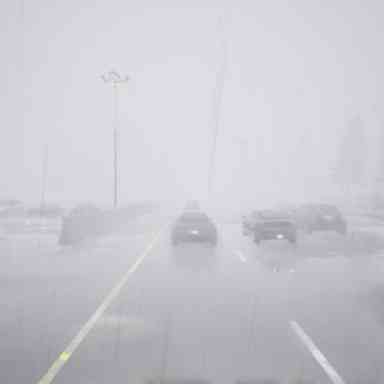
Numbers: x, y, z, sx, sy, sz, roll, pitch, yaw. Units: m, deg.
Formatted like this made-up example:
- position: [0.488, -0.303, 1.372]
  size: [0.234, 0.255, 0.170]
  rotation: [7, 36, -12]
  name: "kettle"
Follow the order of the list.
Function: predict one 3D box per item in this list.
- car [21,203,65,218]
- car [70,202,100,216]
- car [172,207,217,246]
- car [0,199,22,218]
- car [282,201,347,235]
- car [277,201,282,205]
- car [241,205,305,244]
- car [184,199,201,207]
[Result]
- position: [-14.086, 1.710, 32.122]
  size: [1.895, 1.301, 4.718]
  rotation: [0, 0, 0]
  name: "car"
- position: [-10.583, 1.677, 33.140]
  size: [1.994, 1.385, 4.181]
  rotation: [0, 0, 0]
  name: "car"
- position: [0.098, 1.618, 15.611]
  size: [1.994, 1.385, 4.181]
  rotation: [0, 0, 0]
  name: "car"
- position: [-17.587, 1.458, 31.286]
  size: [2.097, 1.767, 4.553]
  rotation: [0, 0, 0]
  name: "car"
- position: [7.097, 1.418, 19.405]
  size: [2.097, 1.767, 4.553]
  rotation: [0, 0, 0]
  name: "car"
- position: [10.593, 1.691, 37.362]
  size: [1.994, 1.385, 4.181]
  rotation: [0, 0, 0]
  name: "car"
- position: [3.597, 1.561, 16.026]
  size: [1.837, 1.490, 4.892]
  rotation: [0, 0, 0]
  name: "car"
- position: [0.090, 1.650, 42.289]
  size: [1.837, 1.490, 4.892]
  rotation: [0, 0, 0]
  name: "car"
